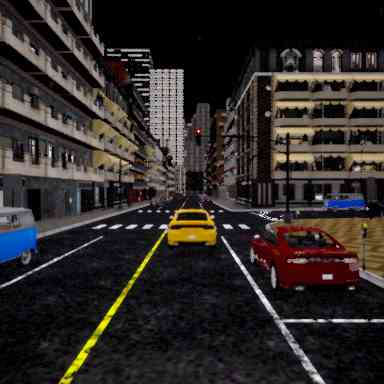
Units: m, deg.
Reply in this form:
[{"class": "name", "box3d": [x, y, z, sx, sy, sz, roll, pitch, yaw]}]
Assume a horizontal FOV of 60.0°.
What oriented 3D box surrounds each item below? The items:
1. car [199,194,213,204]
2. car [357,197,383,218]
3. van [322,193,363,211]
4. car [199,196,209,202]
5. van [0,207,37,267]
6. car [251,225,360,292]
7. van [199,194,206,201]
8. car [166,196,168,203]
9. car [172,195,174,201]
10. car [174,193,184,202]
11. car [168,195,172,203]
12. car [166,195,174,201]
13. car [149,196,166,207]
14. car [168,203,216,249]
[{"class": "car", "box3d": [2.681, 1.454, 57.813, 1.967, 1.590, 4.097, -1, 0, 0]}, {"class": "car", "box3d": [15.763, 1.328, 26.011, 4.313, 1.339, 1.947, -1, 1, -1]}, {"class": "van", "box3d": [15.641, 1.035, 34.385, 3.998, 1.788, 1.690, -1, 1, -1]}, {"class": "car", "box3d": [2.683, 1.578, 74.396, 2.008, 1.369, 4.403, -1, 0, 0]}, {"class": "van", "box3d": [-5.699, 1.340, 8.815, 1.690, 1.788, 3.998, 0, 0, 0]}, {"class": "car", "box3d": [2.683, 1.543, 8.814, 1.887, 1.381, 4.507, 0, 0, 0]}, {"class": "van", "box3d": [2.680, 1.380, 85.452, 1.690, 1.788, 3.998, -1, 0, 0]}, {"class": "car", "box3d": [-5.698, 1.580, 57.818, 1.947, 1.339, 4.313, 0, 0, 0]}, {"class": "car", "box3d": [-5.698, 1.609, 74.402, 1.802, 1.307, 4.206, -1, 0, 0]}, {"class": "car", "box3d": [-3.001, 1.200, 77.860, 2.150, 2.045, 5.566, 0, 0, 0]}, {"class": "car", "box3d": [-5.699, 1.463, 68.874, 1.967, 1.590, 4.097, -1, 0, 0]}, {"class": "car", "box3d": [-5.698, 1.564, 85.288, 1.752, 1.417, 4.829, -1, 0, 0]}, {"class": "car", "box3d": [-5.697, 1.561, 52.291, 2.008, 1.369, 4.403, 0, 0, 0]}, {"class": "car", "box3d": [0.000, 1.484, 14.651, 1.882, 1.535, 5.008, 0, 0, 0]}]
